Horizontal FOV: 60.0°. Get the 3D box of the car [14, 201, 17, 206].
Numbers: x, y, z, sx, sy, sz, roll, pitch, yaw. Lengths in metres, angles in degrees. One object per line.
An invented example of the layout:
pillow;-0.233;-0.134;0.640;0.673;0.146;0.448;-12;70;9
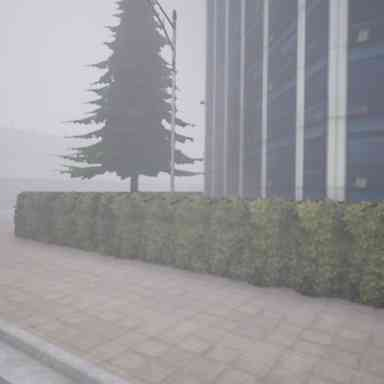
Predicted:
car;-15.117;0.946;33.402;1.882;1.535;5.008;1;1;35
